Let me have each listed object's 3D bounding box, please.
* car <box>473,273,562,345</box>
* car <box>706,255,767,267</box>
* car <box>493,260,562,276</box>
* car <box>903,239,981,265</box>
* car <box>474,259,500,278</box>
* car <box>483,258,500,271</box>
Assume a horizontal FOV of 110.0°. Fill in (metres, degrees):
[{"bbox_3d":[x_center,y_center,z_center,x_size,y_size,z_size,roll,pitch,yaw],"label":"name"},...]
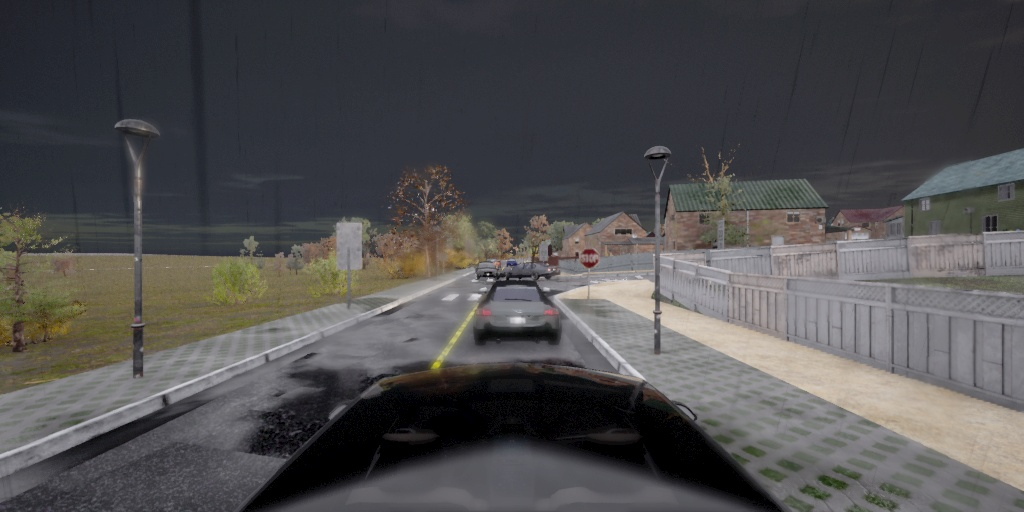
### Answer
[{"bbox_3d":[0.097,1.313,9.467,1.994,1.385,4.181,0,0,-1],"label":"car"},{"bbox_3d":[14.373,0.413,22.867,4.181,1.385,1.994,-3,0,16],"label":"car"},{"bbox_3d":[1.318,1.197,28.482,5.357,1.411,2.033,-4,-3,43],"label":"car"},{"bbox_3d":[23.875,-0.208,20.452,4.902,1.511,2.128,-3,0,14],"label":"car"},{"bbox_3d":[-2.271,1.257,31.391,1.837,1.490,4.892,0,0,-8],"label":"car"},{"bbox_3d":[-2.881,1.120,51.209,2.097,1.767,4.553,0,0,1],"label":"car"}]
